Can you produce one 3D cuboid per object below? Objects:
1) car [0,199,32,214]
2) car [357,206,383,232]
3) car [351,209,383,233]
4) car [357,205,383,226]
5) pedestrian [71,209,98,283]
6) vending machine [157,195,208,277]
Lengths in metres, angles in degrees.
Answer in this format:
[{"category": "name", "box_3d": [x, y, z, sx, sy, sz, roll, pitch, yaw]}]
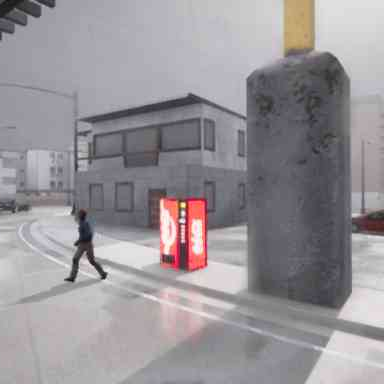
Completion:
[{"category": "car", "box_3d": [-18.659, 1.498, 35.012, 2.128, 1.511, 4.902, 0, -1, -2]}, {"category": "car", "box_3d": [13.583, 1.873, 22.670, 3.988, 1.617, 1.851, 1, 1, 34]}, {"category": "car", "box_3d": [11.797, 1.863, 20.256, 5.357, 1.415, 2.033, 0, 0, 34]}, {"category": "car", "box_3d": [16.953, 2.023, 28.238, 5.027, 1.636, 2.152, 0, 0, 34]}, {"category": "pedestrian", "box_3d": [-2.590, 1.253, 8.016, 0.375, 1.860, 0.375, 1, -1, -45]}, {"category": "vending machine", "box_3d": [-0.248, 1.157, 9.301, 0.880, 2.100, 1.100, -1, 0, 44]}]
